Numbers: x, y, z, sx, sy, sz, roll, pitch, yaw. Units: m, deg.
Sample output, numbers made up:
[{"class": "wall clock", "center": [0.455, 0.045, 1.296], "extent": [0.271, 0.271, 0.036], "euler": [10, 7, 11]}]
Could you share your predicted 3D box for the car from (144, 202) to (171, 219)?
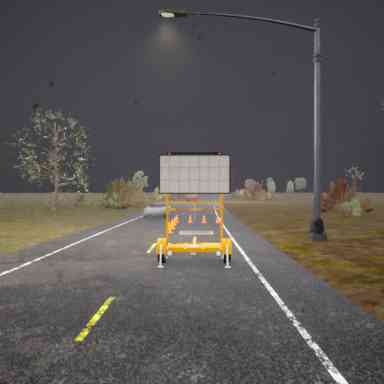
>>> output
[{"class": "car", "center": [-3.007, 1.597, 29.310], "extent": [1.895, 1.301, 4.718], "euler": [0, 0, 2]}]

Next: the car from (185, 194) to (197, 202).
[{"class": "car", "center": [-0.150, 1.202, 73.285], "extent": [2.150, 2.045, 5.566], "euler": [0, 0, 5]}]

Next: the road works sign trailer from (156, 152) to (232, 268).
[{"class": "road works sign trailer", "center": [0.088, 0.463, 11.274], "extent": [2.380, 3.560, 2.880], "euler": [0, 0, 1]}]
